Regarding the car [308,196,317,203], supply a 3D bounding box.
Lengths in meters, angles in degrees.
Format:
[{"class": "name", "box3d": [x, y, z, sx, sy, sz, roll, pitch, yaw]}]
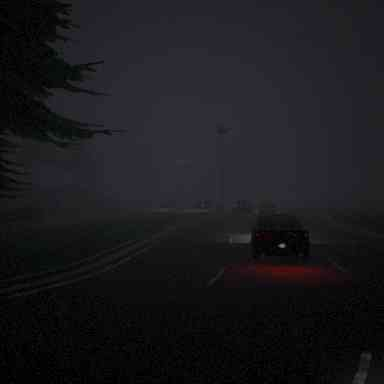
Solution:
[{"class": "car", "box3d": [30.715, 1.890, 84.876, 2.097, 1.767, 4.553, -1, -1, 21]}]

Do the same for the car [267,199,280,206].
[{"class": "car", "box3d": [16.627, 2.065, 67.997, 1.994, 1.385, 4.181, -1, -1, 21]}]

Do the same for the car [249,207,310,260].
[{"class": "car", "box3d": [3.311, 1.579, 13.042, 1.882, 1.535, 5.008, 0, -1, 10]}]

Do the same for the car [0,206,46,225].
[{"class": "car", "box3d": [-14.957, 1.933, 28.134, 2.128, 1.511, 4.902, -1, -1, 37]}]

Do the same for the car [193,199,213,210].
[{"class": "car", "box3d": [1.758, 1.985, 52.136, 1.882, 1.535, 5.008, -1, -1, 22]}]

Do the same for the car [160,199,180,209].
[{"class": "car", "box3d": [-3.718, 1.969, 57.331, 2.097, 1.767, 4.553, -1, -1, 22]}]

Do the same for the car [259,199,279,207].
[{"class": "car", "box3d": [8.579, 1.763, 36.974, 1.882, 1.535, 5.008, -1, -1, 19]}]

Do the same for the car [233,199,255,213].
[{"class": "car", "box3d": [6.641, 1.706, 41.848, 2.097, 1.767, 4.553, -1, -1, 20]}]

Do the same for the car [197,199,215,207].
[{"class": "car", "box3d": [2.749, 2.143, 64.162, 1.812, 1.442, 4.674, -1, -1, 22]}]
